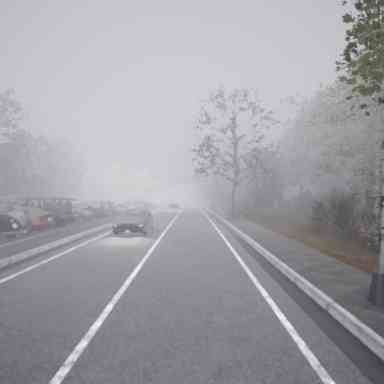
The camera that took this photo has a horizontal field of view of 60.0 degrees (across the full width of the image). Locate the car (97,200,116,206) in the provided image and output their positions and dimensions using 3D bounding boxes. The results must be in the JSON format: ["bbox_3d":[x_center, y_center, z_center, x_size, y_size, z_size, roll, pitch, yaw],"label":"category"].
[{"bbox_3d":[-23.380,3.005,90.756,4.553,1.767,2.185,0,-2,0],"label":"car"}]

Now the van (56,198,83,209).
[{"bbox_3d":[-23.257,2.166,63.215,4.442,1.987,1.878,0,-1,0],"label":"van"}]

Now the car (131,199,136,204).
[{"bbox_3d":[-10.304,2.010,43.697,4.892,1.521,2.231,0,-1,0],"label":"car"}]

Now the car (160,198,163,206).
[{"bbox_3d":[-10.092,2.740,76.992,5.366,1.575,1.946,0,-2,0],"label":"car"}]

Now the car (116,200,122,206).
[{"bbox_3d":[-10.272,1.721,35.372,4.553,1.767,2.185,0,-1,0],"label":"car"}]

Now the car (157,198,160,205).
[{"bbox_3d":[-10.095,2.583,71.321,5.366,1.575,1.946,0,-2,0],"label":"car"}]

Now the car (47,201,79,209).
[{"bbox_3d":[-23.373,2.335,60.426,5.008,1.535,2.097,0,-1,0],"label":"car"}]

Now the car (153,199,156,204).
[{"bbox_3d":[-10.278,2.452,65.903,4.892,1.521,2.231,0,-1,0],"label":"car"}]

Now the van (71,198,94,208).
[{"bbox_3d":[-23.477,2.361,71.377,4.442,1.987,1.878,0,-2,0],"label":"van"}]

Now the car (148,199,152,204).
[{"bbox_3d":[-10.317,2.363,60.351,4.792,1.488,2.163,0,-1,0],"label":"car"}]

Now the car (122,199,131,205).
[{"bbox_3d":[-10.116,1.898,38.146,5.366,1.575,1.946,0,-1,0],"label":"car"}]

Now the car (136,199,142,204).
[{"bbox_3d":[-10.111,2.060,46.472,5.366,1.575,1.946,0,-1,0],"label":"car"}]

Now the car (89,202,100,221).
[{"bbox_3d":[-10.311,1.725,27.042,4.674,1.452,2.002,0,-1,0],"label":"car"}]

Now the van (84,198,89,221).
[{"bbox_3d":[-10.194,1.405,24.272,4.442,1.987,1.878,0,-1,0],"label":"van"}]

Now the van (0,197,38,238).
[{"bbox_3d":[-10.199,1.317,15.960,4.442,1.987,1.878,0,0,0],"label":"van"}]

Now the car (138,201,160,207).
[{"bbox_3d":[-10.282,2.823,79.767,4.892,1.521,2.231,0,-2,0],"label":"car"}]

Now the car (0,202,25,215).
[{"bbox_3d":[-23.382,1.995,40.912,4.674,1.452,2.002,0,-1,0],"label":"car"}]

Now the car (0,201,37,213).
[{"bbox_3d":[-23.372,2.011,43.807,5.008,1.535,2.097,0,-1,0],"label":"car"}]

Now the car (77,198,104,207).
[{"bbox_3d":[-23.386,2.493,77.039,5.566,2.045,2.435,0,-2,0],"label":"car"}]

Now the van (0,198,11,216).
[{"bbox_3d":[-23.498,1.675,38.147,4.442,1.987,1.878,0,-1,0],"label":"van"}]

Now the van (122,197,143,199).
[{"bbox_3d":[-10.406,2.054,57.580,4.442,1.987,1.878,0,-1,0],"label":"van"}]

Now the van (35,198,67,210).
[{"bbox_3d":[-23.254,2.001,54.891,4.442,1.987,1.878,0,-1,0],"label":"van"}]

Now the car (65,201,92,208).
[{"bbox_3d":[-23.391,2.544,68.600,4.792,1.488,2.163,0,-2,0],"label":"car"}]

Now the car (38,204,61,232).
[{"bbox_3d":[-10.343,1.582,18.741,4.792,1.488,2.163,0,-1,0],"label":"car"}]

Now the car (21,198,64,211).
[{"bbox_3d":[-23.344,1.922,52.122,5.566,2.045,2.435,0,-1,0],"label":"car"}]

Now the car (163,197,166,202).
[{"bbox_3d":[-10.300,2.727,85.325,5.566,2.045,2.435,0,-2,0],"label":"car"}]

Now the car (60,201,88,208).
[{"bbox_3d":[-23.393,2.481,65.961,4.792,1.488,2.163,0,-1,0],"label":"car"}]

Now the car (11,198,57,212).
[{"bbox_3d":[-23.346,1.868,49.353,5.566,2.045,2.435,0,-1,0],"label":"car"}]

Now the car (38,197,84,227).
[{"bbox_3d":[-10.340,1.325,21.497,5.566,2.045,2.435,0,-1,0],"label":"car"}]

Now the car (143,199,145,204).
[{"bbox_3d":[-10.264,2.201,52.023,4.792,1.488,2.163,0,-1,0],"label":"car"}]

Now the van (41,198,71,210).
[{"bbox_3d":[-23.486,2.055,57.661,4.442,1.987,1.878,0,-1,0],"label":"van"}]

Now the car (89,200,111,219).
[{"bbox_3d":[-10.301,1.738,29.819,5.008,1.535,2.097,0,-1,0],"label":"car"}]

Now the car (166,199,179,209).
[{"bbox_3d":[-3.340,2.470,61.263,1.895,1.301,4.718,0,-1,0],"label":"car"}]

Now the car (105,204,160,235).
[{"bbox_3d":[-3.350,1.681,19.929,2.033,1.411,5.357,0,-1,0],"label":"car"}]

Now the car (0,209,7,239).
[{"bbox_3d":[-10.320,1.573,13.183,4.674,1.452,2.002,0,0,0],"label":"car"}]

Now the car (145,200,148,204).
[{"bbox_3d":[-10.262,2.255,54.799,4.792,1.488,2.163,0,-1,0],"label":"car"}]

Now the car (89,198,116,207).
[{"bbox_3d":[-10.274,1.667,32.597,4.553,1.767,2.185,0,-1,0],"label":"car"}]

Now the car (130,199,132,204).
[{"bbox_3d":[-10.294,1.956,40.921,4.892,1.521,2.231,0,-1,0],"label":"car"}]
